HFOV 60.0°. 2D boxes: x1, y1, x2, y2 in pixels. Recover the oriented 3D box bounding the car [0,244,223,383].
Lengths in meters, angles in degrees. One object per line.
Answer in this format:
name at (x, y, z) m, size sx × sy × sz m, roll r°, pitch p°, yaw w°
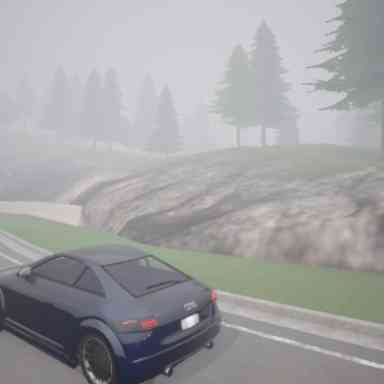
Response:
car at (-1.608, 1.556, 5.306) m, size 4.181 × 1.385 × 1.994 m, roll 0°, pitch 0°, yaw 37°
